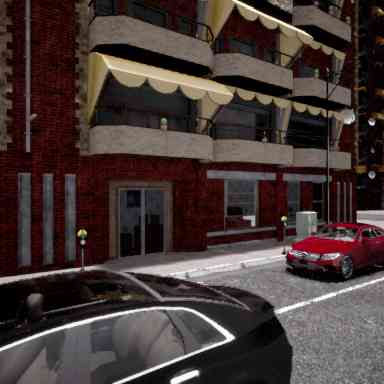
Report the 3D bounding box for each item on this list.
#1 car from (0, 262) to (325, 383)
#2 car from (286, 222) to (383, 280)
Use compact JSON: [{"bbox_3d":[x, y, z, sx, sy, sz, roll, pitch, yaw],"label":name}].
[{"bbox_3d":[-1.297,1.505,2.453,4.892,1.490,1.837,0,0,-35],"label":"car"},{"bbox_3d":[4.616,1.582,9.901,4.206,1.307,1.802,0,0,-35],"label":"car"}]
